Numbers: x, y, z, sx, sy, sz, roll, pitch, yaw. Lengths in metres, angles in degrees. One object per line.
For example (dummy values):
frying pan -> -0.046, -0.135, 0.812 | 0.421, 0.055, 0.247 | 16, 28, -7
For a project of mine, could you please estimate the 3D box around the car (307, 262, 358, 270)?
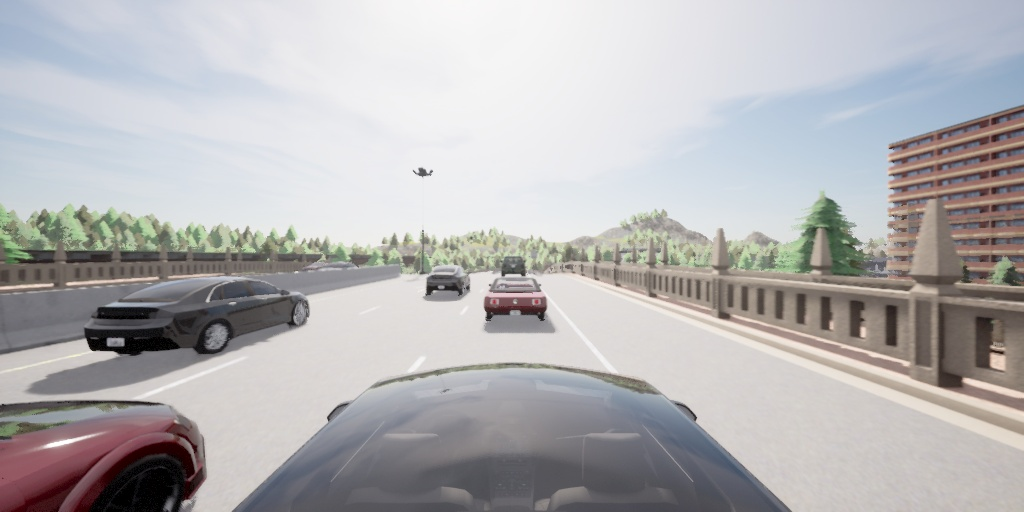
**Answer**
car -> -14.022, 1.259, 28.923 | 1.837, 1.490, 4.892 | 0, -1, 1

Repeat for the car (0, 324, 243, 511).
car -> -3.378, 1.313, 1.059 | 1.994, 1.385, 4.181 | 0, 0, 0

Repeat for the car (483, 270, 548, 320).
car -> 0.101, 1.353, 12.556 | 1.895, 1.301, 4.718 | 0, 0, 0

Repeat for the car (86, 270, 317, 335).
car -> -6.894, 1.254, 8.659 | 1.837, 1.490, 4.892 | 0, 0, 0

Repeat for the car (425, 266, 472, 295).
car -> -3.397, 1.257, 19.626 | 1.837, 1.490, 4.892 | 0, 0, 0

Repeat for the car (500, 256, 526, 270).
car -> 0.106, 0.978, 32.763 | 2.150, 2.045, 5.566 | 0, 0, 0

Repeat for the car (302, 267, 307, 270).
car -> -20.993, 1.397, 39.213 | 1.812, 1.442, 4.674 | 0, -1, 0
